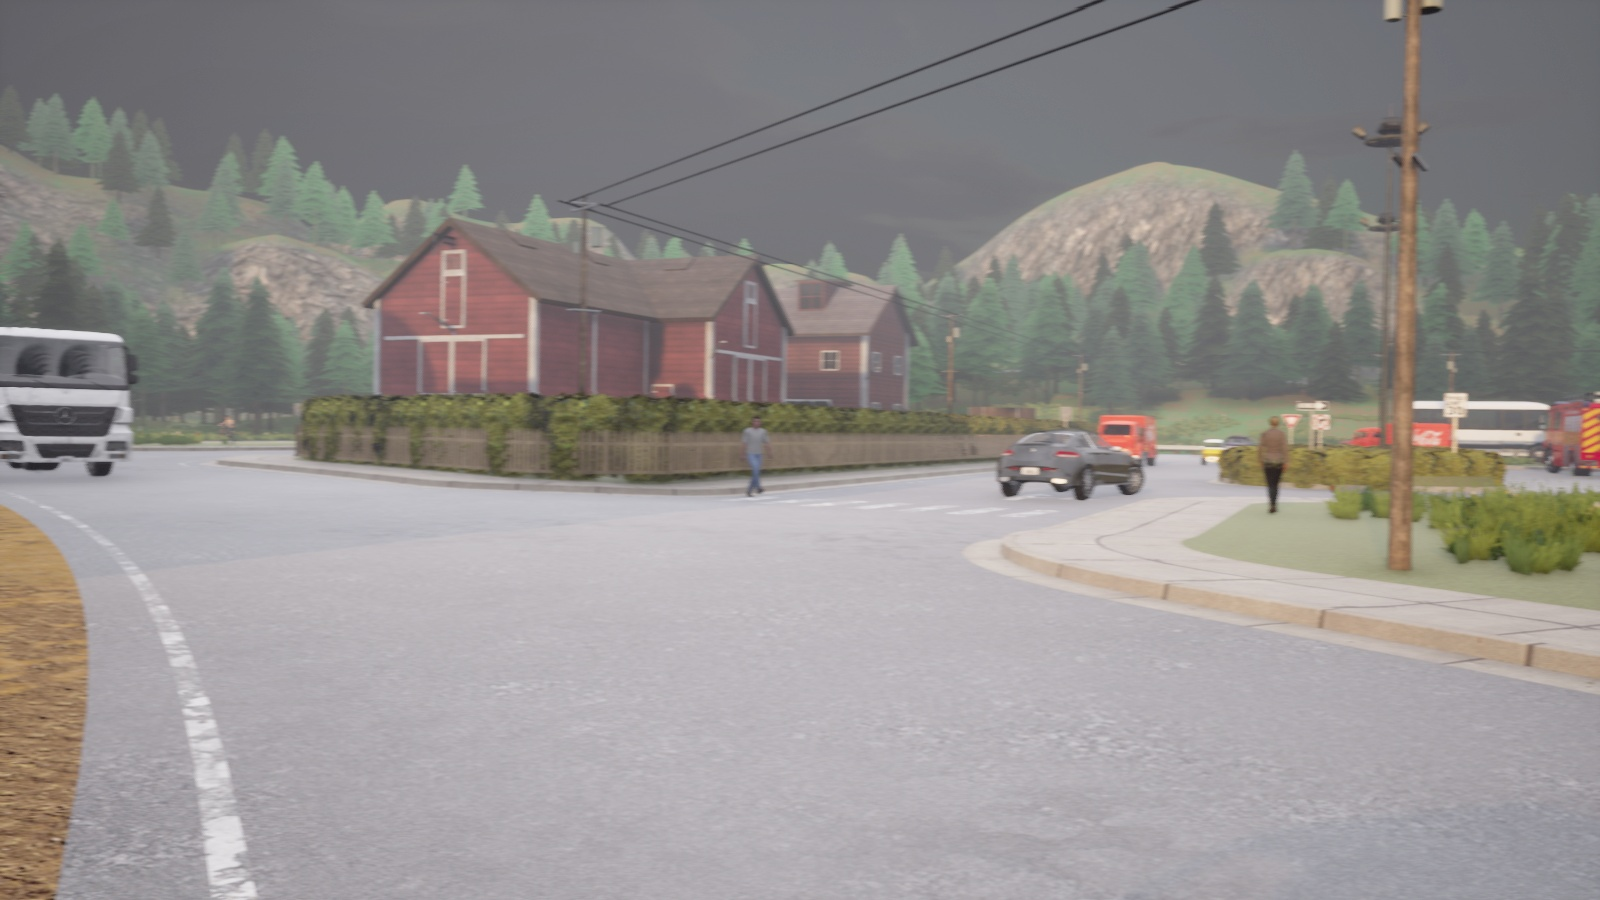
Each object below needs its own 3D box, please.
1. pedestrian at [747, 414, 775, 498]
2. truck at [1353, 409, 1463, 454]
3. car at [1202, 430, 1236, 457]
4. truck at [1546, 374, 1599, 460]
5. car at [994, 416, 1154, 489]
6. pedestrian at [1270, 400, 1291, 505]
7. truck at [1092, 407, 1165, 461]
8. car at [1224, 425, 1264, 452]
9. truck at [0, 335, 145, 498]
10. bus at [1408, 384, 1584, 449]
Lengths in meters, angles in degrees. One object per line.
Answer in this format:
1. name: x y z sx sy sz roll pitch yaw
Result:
1. pedestrian: -0.863 0.122 27.605 0.354 1.836 0.706 -1 1 -24
2. truck: 34.234 -1.033 70.757 5.204 2.467 2.627 0 1 37
3. car: 21.959 -0.355 65.805 1.481 1.376 2.207 0 1 24
4. truck: 37.728 -1.530 59.275 2.891 3.827 8.468 0 1 21
5. car: 6.865 0.024 31.061 2.152 1.651 5.027 0 1 34
6. pedestrian: 8.607 0.039 22.493 0.331 1.846 0.634 0 1 23
7. truck: 16.031 -0.792 61.131 2.627 2.467 5.204 0 1 24
8. car: 28.278 -0.747 79.906 2.033 1.649 4.856 0 1 24
9. truck: -18.869 -0.763 30.381 7.936 3.462 2.891 1 1 44
10. bus: 47.497 -2.242 86.207 10.273 4.253 3.944 0 1 24
